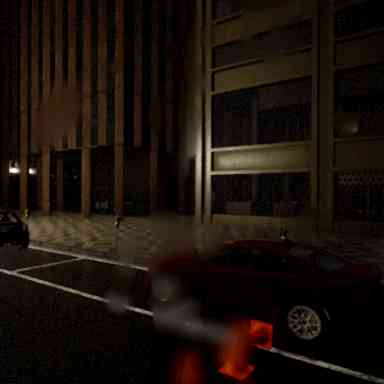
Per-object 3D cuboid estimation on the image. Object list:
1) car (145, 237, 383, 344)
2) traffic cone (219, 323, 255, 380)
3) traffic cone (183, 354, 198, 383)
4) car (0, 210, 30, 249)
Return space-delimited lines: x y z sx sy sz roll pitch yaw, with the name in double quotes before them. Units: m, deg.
"car" 1.080 1.532 6.320 4.507 1.381 1.887 0 0 36
"traffic cone" 0.566 1.946 4.180 0.340 0.580 0.340 0 0 36
"traffic cone" -0.014 1.946 3.369 0.340 0.580 0.340 0 0 36
"car" -8.162 1.372 12.915 4.097 1.590 1.967 0 0 36
